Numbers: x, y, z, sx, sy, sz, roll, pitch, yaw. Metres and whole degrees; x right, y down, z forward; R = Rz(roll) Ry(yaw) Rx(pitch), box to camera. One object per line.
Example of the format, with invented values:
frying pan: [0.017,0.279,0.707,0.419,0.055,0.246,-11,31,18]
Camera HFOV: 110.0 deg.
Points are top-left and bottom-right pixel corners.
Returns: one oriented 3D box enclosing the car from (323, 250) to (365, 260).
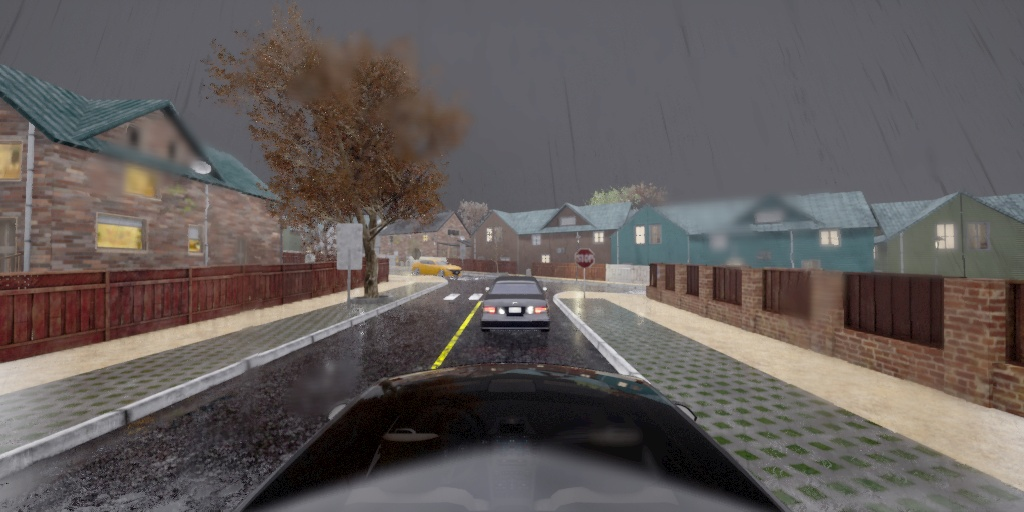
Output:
car: [-16.903,0.363,37.716,5.566,2.045,2.150,2,0,32]

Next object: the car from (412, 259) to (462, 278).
car: [-6.475,1.030,30.887,5.008,1.535,1.882,3,0,37]

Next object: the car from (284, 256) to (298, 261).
car: [-28.025,0.229,44.707,4.892,1.490,1.837,2,0,32]

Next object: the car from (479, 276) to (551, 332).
car: [0.116,1.302,10.822,2.033,1.411,5.357,0,0,1]
